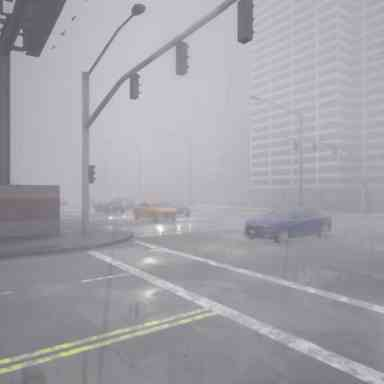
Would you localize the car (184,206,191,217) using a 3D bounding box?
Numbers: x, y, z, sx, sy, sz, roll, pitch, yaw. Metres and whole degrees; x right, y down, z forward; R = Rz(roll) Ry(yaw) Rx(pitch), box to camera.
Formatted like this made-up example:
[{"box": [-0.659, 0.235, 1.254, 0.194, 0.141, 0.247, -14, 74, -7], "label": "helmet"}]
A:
[{"box": [-1.977, 1.521, 31.179, 1.812, 1.442, 4.674, 0, 0, -35], "label": "car"}]

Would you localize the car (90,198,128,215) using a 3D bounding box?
[{"box": [-8.506, 1.597, 34.356, 1.895, 1.301, 4.718, 0, 0, -35], "label": "car"}]

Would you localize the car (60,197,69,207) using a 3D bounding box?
[{"box": [-20.629, 1.544, 51.630, 2.033, 1.411, 5.357, 0, 0, -35], "label": "car"}]

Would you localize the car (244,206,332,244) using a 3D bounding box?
[{"box": [4.663, 1.474, 15.927, 5.008, 1.535, 1.882, 0, 0, -36], "label": "car"}]

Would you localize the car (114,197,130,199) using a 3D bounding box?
[{"box": [-8.190, 1.347, 39.984, 2.097, 1.767, 4.553, 0, 0, -35], "label": "car"}]

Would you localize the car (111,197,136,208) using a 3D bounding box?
[{"box": [-10.151, 1.519, 49.166, 1.812, 1.442, 4.674, 0, 0, -35], "label": "car"}]

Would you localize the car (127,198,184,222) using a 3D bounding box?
[{"box": [-3.033, 1.474, 26.605, 1.882, 1.535, 5.008, 0, 0, -35], "label": "car"}]

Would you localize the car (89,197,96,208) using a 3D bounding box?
[{"box": [-15.045, 1.484, 49.730, 2.128, 1.511, 4.902, 0, 0, -35], "label": "car"}]
